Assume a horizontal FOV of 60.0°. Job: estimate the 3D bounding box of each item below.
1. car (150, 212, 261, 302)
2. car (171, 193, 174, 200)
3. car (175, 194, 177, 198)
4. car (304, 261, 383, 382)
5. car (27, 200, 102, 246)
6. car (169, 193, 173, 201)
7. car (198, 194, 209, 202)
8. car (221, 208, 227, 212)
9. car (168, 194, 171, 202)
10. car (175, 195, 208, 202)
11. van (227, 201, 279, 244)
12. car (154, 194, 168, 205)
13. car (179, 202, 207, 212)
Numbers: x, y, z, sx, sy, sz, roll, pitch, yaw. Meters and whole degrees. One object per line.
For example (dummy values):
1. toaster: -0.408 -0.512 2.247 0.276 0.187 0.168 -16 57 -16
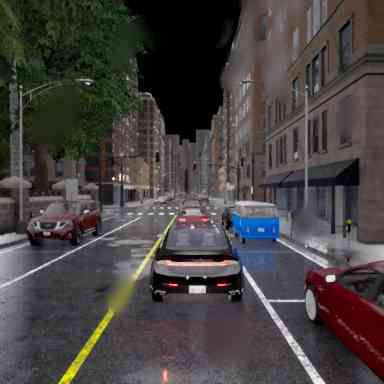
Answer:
1. car: 0.098 1.490 8.245 2.128 1.511 4.902 0 0 0
2. car: -5.692 1.491 75.555 1.887 1.381 4.507 0 0 0
3. car: -5.695 1.496 86.457 2.008 1.369 4.403 0 0 0
4. car: 2.854 1.544 4.236 1.887 1.381 4.507 0 0 0
5. car: -5.674 1.310 15.514 2.192 1.841 5.009 0 0 0
6. car: -5.690 1.493 70.105 1.887 1.381 4.507 0 0 0
7. car: 2.833 1.386 75.594 1.967 1.590 4.097 0 0 0
8. car: 2.850 1.557 21.217 1.947 1.339 4.313 0 0 0
9. car: -5.688 1.502 64.653 2.008 1.369 4.403 0 0 0
10. car: 0.040 1.338 27.465 2.097 1.767 4.553 0 0 2
11. van: 2.851 1.336 15.557 1.690 1.788 3.998 0 0 0
12. car: -5.687 1.480 59.033 1.752 1.417 4.829 0 0 0
13. car: 0.098 1.519 18.507 1.812 1.442 4.674 0 0 0
